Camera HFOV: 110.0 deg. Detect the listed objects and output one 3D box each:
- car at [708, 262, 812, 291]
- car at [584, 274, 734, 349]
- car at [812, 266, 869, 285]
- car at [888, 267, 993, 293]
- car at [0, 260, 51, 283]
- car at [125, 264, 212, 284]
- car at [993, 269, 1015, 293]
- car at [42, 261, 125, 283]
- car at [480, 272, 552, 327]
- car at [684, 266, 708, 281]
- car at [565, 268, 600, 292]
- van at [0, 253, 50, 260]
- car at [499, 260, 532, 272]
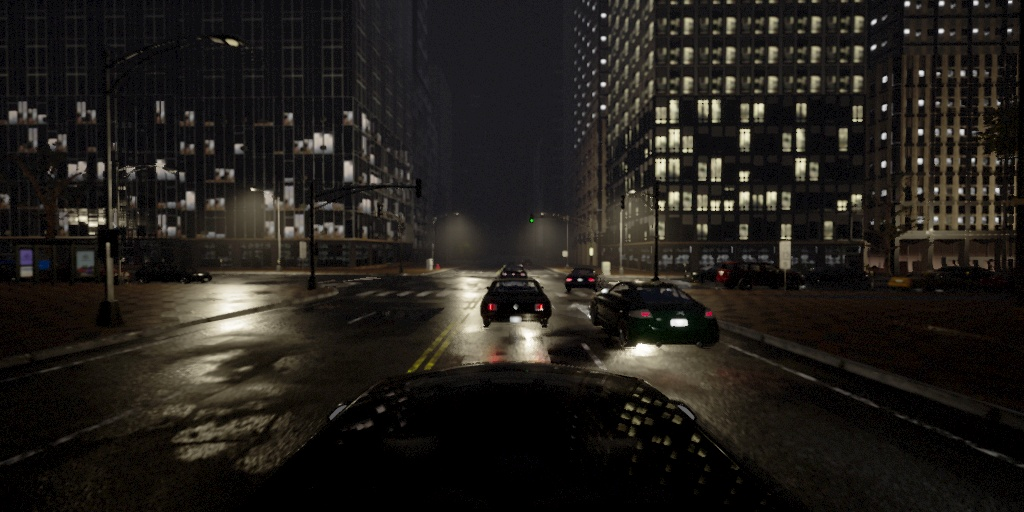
[{"bbox_3d":[16.190,1.307,23.626,5.009,1.841,2.192,0,0,1],"label":"car"},{"bbox_3d":[3.349,1.320,9.214,1.994,1.385,4.181,0,0,0],"label":"car"},{"bbox_3d":[25.719,1.539,29.240,5.357,1.411,2.033,1,1,1],"label":"car"},{"bbox_3d":[27.638,1.617,23.431,4.829,1.417,1.751,0,0,1],"label":"car"},{"bbox_3d":[-34.100,1.105,24.453,4.313,1.339,1.948,0,0,1],"label":"car"},{"bbox_3d":[-22.735,1.210,24.148,4.313,1.339,1.948,0,0,1],"label":"car"},{"bbox_3d":[33.108,1.723,23.338,4.207,1.307,1.802,0,0,1],"label":"car"},{"bbox_3d":[-28.419,1.174,24.281,4.207,1.307,1.802,0,0,1],"label":"car"},{"bbox_3d":[0.100,1.360,11.528,1.895,1.301,4.718,0,0,0],"label":"car"},{"bbox_3d":[16.438,1.474,29.402,4.181,1.385,1.994,1,1,1],"label":"car"},{"bbox_3d":[4.510,1.411,21.979,2.033,1.411,5.357,0,-1,18],"label":"car"},{"bbox_3d":[-45.292,0.653,33.112,3.998,1.789,1.690,0,0,1],"label":"van"},{"bbox_3d":[0.108,1.331,24.970,2.128,1.511,4.902,1,1,0],"label":"car"}]
